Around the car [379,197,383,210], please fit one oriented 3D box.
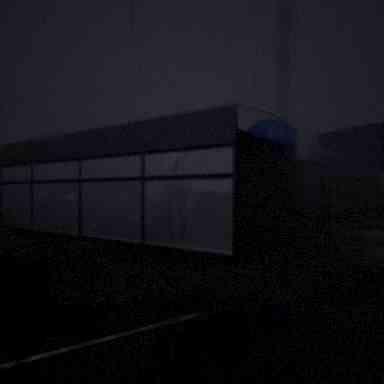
[{"bbox_3d":[24.550,1.512,42.701,4.611,1.667,2.242,0,0,-36],"label":"car"}]
